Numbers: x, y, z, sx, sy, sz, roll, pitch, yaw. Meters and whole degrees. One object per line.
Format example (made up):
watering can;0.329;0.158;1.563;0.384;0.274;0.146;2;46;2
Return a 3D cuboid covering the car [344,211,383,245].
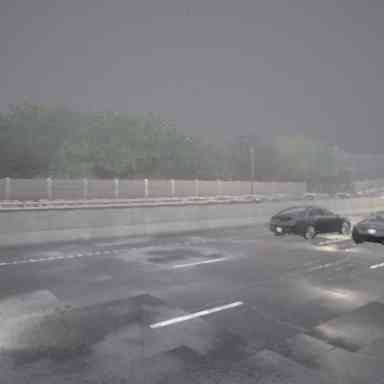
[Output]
car;8.701;1.494;14.224;4.181;1.385;1.994;-1;0;-35

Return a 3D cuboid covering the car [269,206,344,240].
car;5.946;1.444;16.561;4.892;1.490;1.837;-1;0;-35

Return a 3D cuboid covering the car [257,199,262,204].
car;11.505;1.163;46.420;5.357;1.411;2.033;-1;1;-35

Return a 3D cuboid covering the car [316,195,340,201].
car;16.520;1.102;41.385;4.892;1.490;1.837;-1;0;-35

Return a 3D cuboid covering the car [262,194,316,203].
car;9.423;1.134;32.122;4.553;1.767;2.097;-1;1;-35

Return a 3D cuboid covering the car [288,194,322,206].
car;15.206;1.087;44.728;4.892;1.490;1.837;-1;0;-35
